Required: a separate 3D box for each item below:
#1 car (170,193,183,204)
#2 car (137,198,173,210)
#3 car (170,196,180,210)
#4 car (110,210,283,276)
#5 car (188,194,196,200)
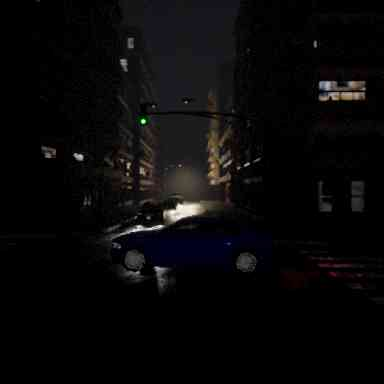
[{"bbox_3d":[-2.762,1.129,59.561,2.150,2.045,5.566,0,0,0],"label":"car"},{"bbox_3d":[-2.869,1.444,24.630,2.128,1.511,4.902,0,0,1],"label":"car"},{"bbox_3d":[-2.844,1.497,40.020,1.994,1.385,4.181,0,0,0],"label":"car"},{"bbox_3d":[0.104,1.465,9.916,5.008,1.535,1.882,0,0,4],"label":"car"},{"bbox_3d":[-0.015,1.473,90.568,1.994,1.385,4.181,0,0,0],"label":"car"}]
